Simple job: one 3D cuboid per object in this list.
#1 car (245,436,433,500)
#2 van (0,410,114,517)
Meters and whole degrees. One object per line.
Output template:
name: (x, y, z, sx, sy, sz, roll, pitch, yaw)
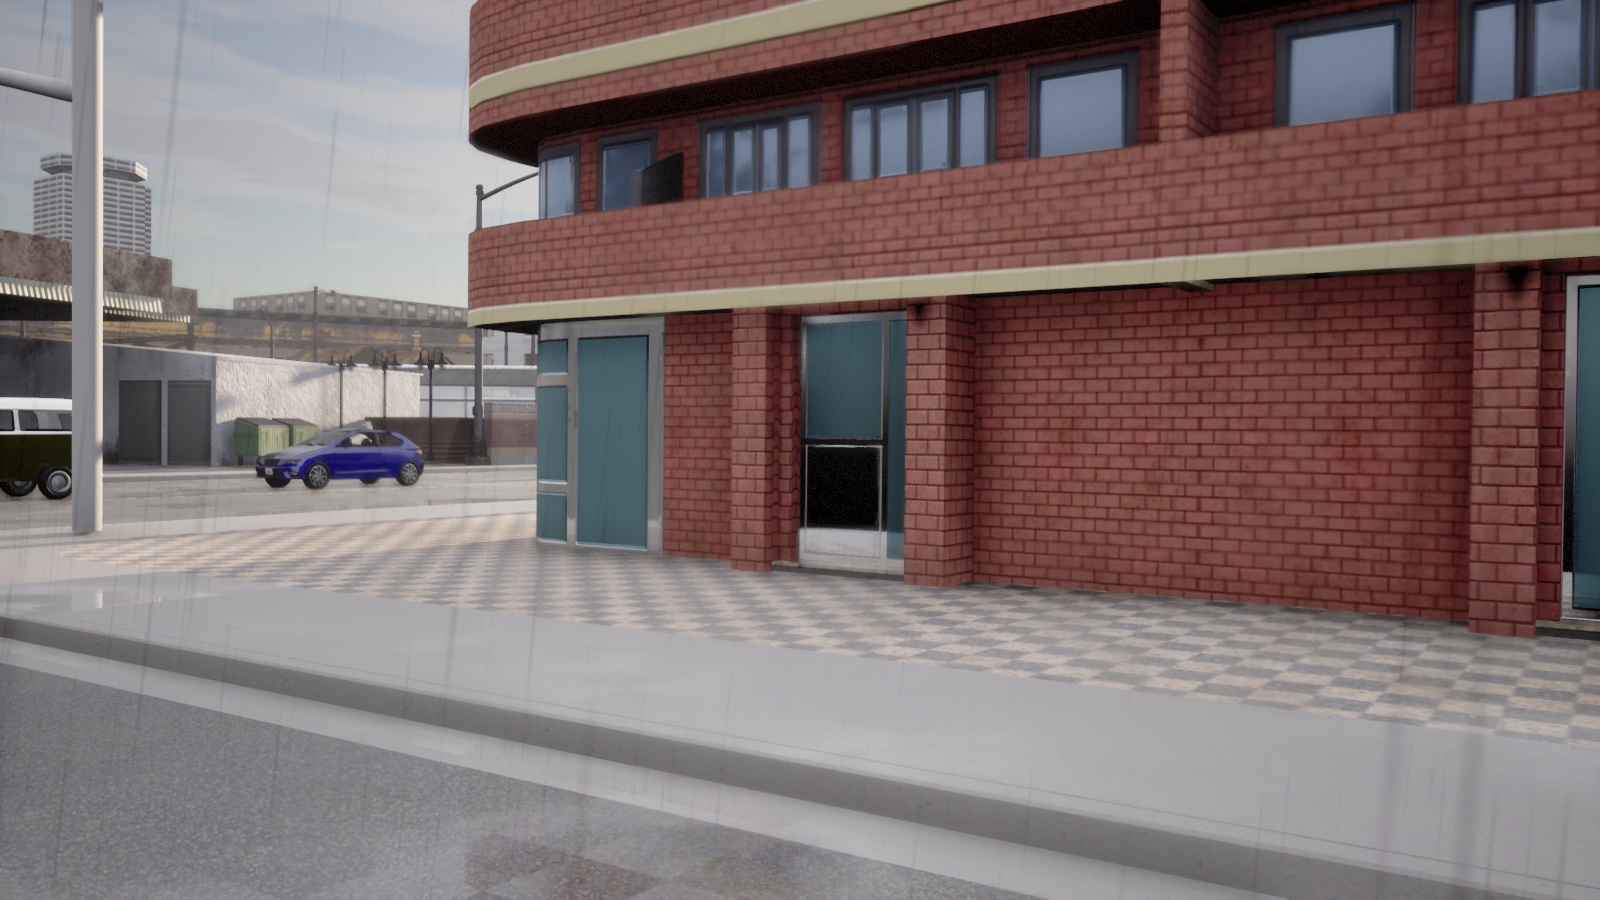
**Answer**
car: (-11.542, 0.413, 31.720, 1.816, 1.474, 4.193, 0, 1, 33)
van: (-16.206, 0.264, 24.497, 2.069, 2.038, 4.480, 0, 1, 32)
